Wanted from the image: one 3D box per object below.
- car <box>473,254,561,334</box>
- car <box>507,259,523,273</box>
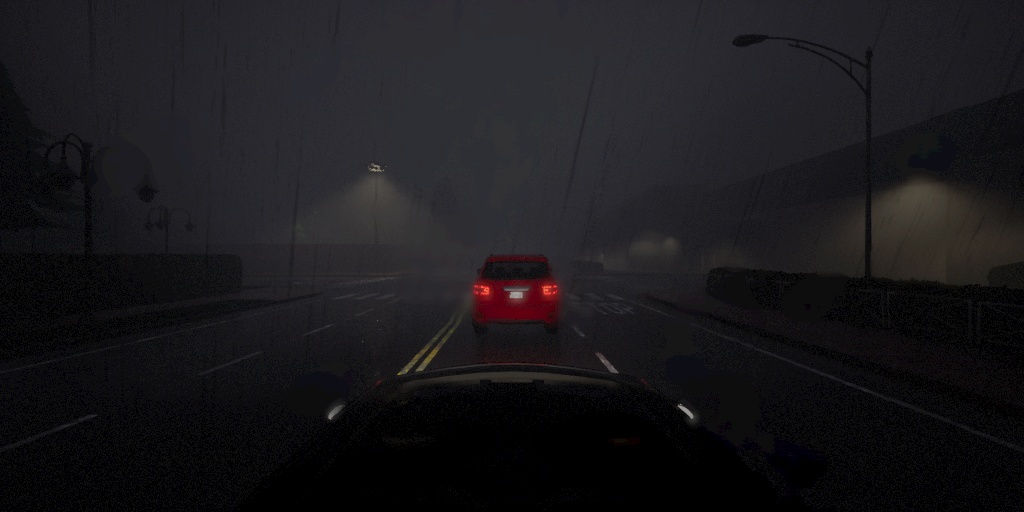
[{"bbox_3d":[0.122,0.971,10.760,2.150,2.045,5.566,0,0,0],"label":"car"},{"bbox_3d":[0.361,1.228,45.613,1.882,1.535,5.008,0,0,1],"label":"car"}]
